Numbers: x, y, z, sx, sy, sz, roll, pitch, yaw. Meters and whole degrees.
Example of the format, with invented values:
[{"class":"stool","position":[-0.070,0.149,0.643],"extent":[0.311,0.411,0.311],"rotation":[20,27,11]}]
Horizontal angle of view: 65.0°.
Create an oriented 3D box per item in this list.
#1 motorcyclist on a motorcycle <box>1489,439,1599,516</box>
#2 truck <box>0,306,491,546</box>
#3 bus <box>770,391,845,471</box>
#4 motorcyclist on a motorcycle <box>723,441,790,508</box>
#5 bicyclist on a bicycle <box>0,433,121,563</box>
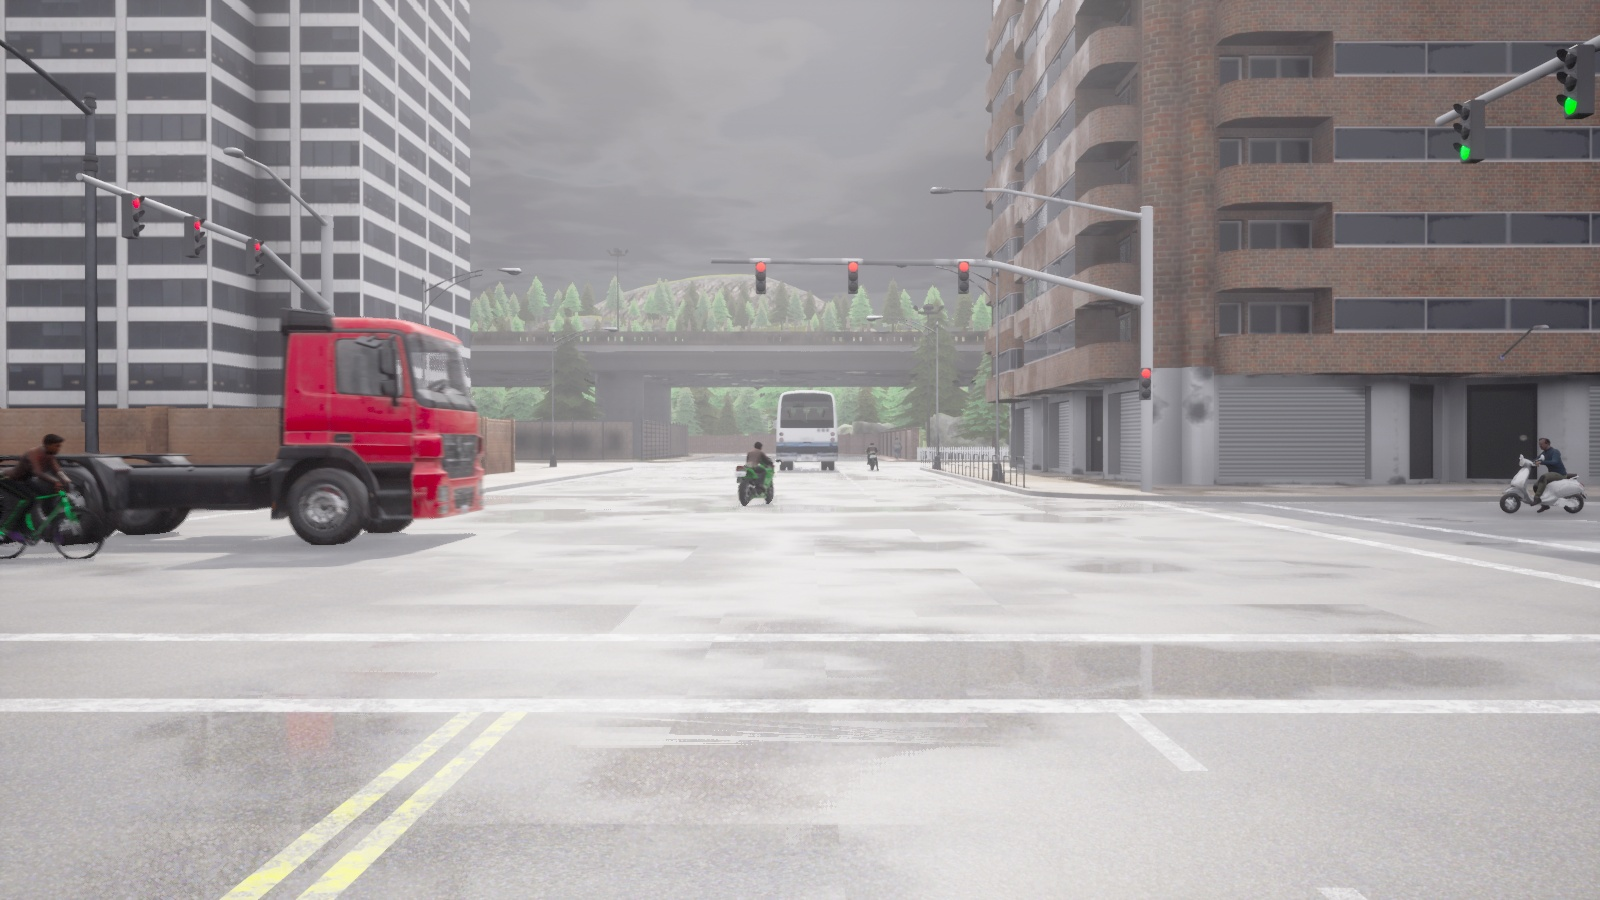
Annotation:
[{"class":"motorcyclist on a motorcycle","position":[15.578,0.564,26.303],"extent":[1.817,1.590,0.866],"rotation":[0,0,1]},{"class":"truck","position":[-9.151,-0.353,19.564],"extent":[7.936,3.462,2.891],"rotation":[0,0,1]},{"class":"bus","position":[0.401,-1.032,71.373],"extent":[3.944,4.253,10.273],"rotation":[0,0,0]},{"class":"motorcyclist on a motorcycle","position":[-1.009,0.559,29.833],"extent":[0.797,1.523,2.044],"rotation":[-1,0,22]},{"class":"bicyclist on a bicycle","position":[-9.681,0.601,16.074],"extent":[1.656,1.620,0.582],"rotation":[0,0,1]}]
